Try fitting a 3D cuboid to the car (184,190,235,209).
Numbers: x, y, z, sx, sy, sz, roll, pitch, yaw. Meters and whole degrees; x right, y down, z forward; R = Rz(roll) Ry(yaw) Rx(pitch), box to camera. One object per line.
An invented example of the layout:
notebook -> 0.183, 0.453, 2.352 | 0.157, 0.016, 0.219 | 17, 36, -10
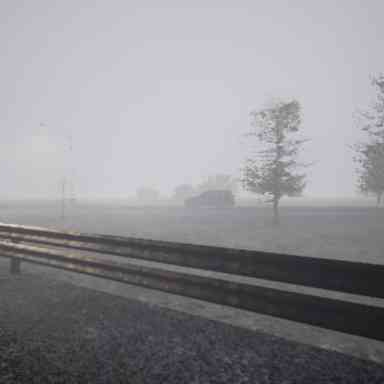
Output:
car -> 1.956, 0.829, 36.879 | 5.566, 2.045, 2.150 | 0, 0, 12
